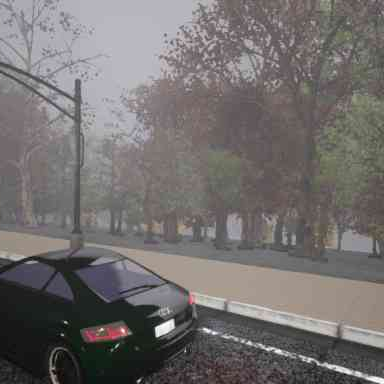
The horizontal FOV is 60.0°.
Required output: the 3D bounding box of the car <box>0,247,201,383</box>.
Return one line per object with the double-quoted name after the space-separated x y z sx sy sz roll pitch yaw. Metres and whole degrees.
-1.945 1.563 5.073 4.181 1.385 1.994 0 0 36 "car"
